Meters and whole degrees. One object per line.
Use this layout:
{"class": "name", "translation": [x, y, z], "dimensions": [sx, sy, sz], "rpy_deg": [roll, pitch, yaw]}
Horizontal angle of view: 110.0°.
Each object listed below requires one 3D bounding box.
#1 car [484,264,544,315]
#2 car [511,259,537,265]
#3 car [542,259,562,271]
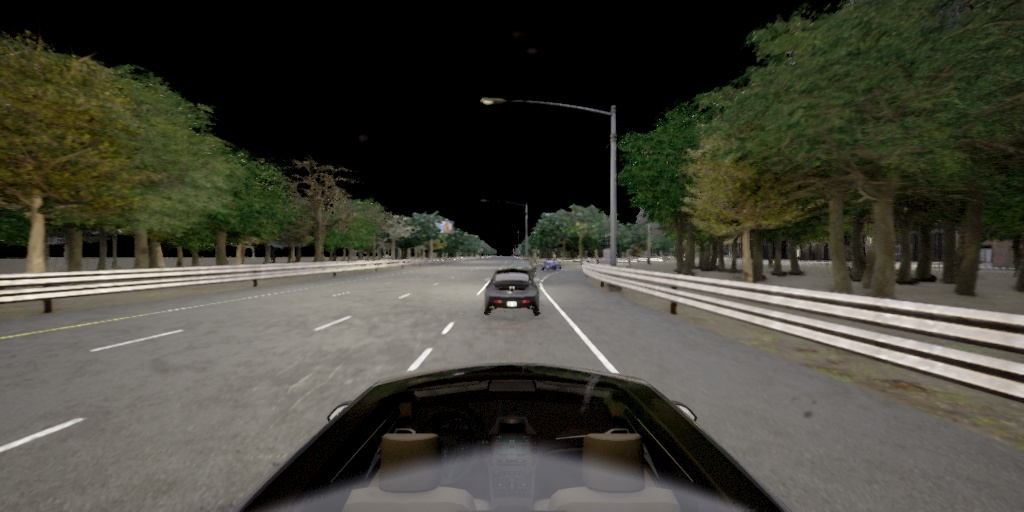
{"class": "car", "translation": [0.006, 1.227, 13.502], "dimensions": [1.837, 1.490, 4.892], "rpy_deg": [0, 0, 0]}
{"class": "car", "translation": [0.890, 1.035, 29.405], "dimensions": [2.097, 1.767, 4.553], "rpy_deg": [0, 0, 8]}
{"class": "car", "translation": [5.235, 1.170, 46.904], "dimensions": [1.812, 1.442, 4.674], "rpy_deg": [0, 0, 20]}
